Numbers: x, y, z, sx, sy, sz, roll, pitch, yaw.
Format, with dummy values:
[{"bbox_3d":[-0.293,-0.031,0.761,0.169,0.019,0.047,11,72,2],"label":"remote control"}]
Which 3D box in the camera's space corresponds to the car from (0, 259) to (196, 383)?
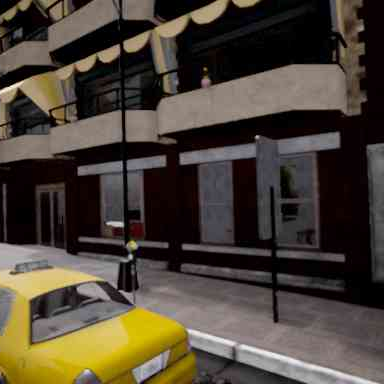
[{"bbox_3d":[-2.242,1.565,4.345,4.829,1.417,1.752,-1,-2,36],"label":"car"}]
